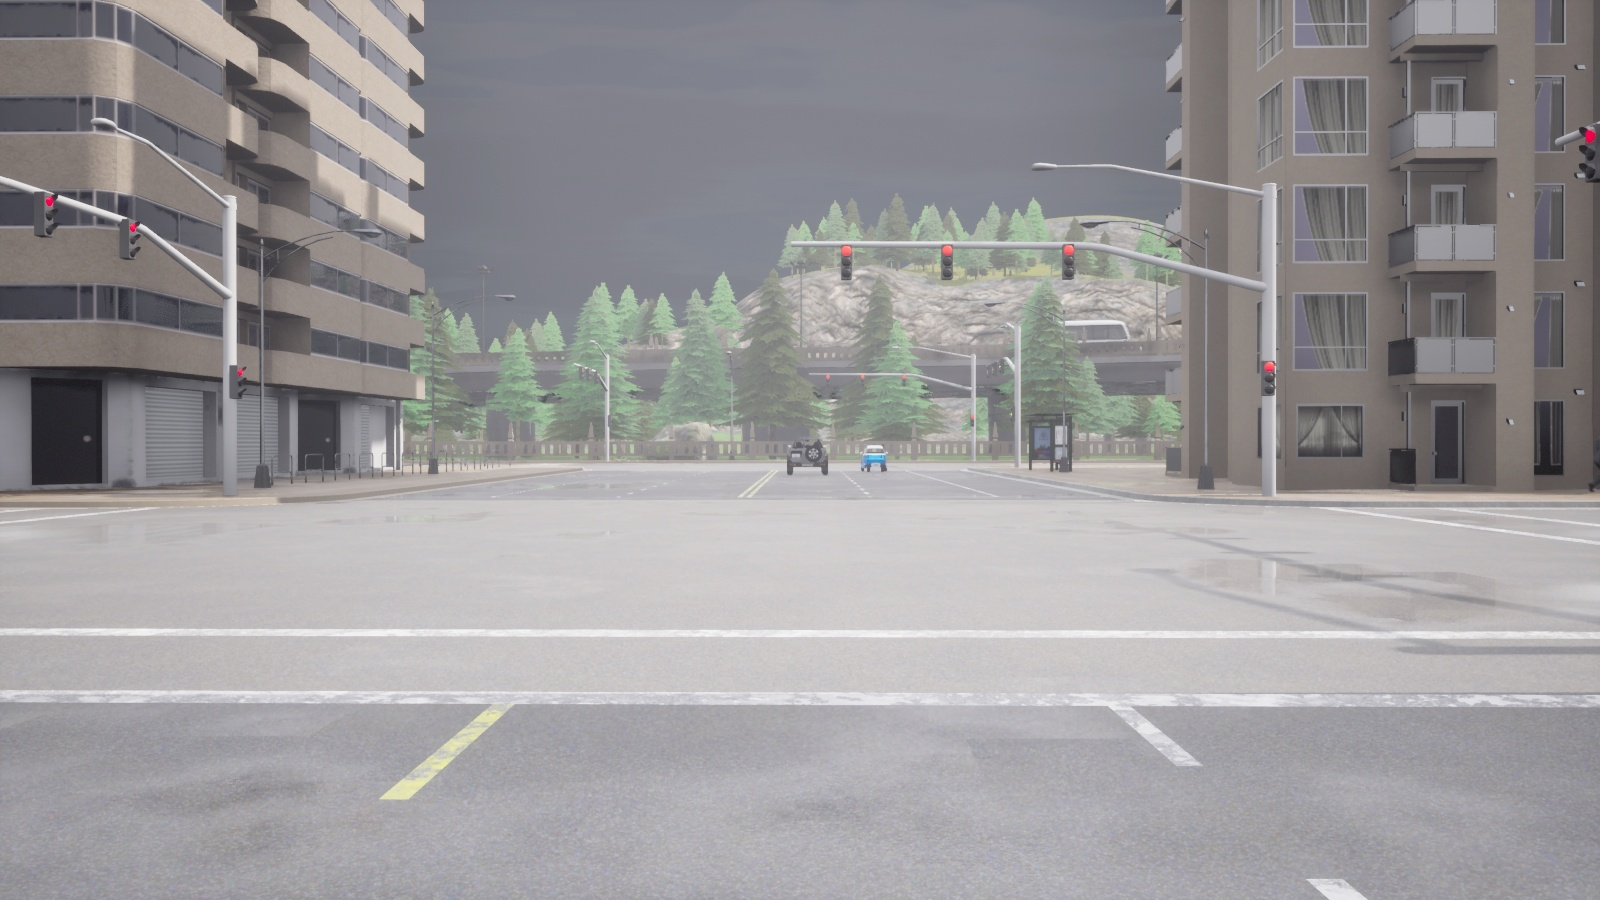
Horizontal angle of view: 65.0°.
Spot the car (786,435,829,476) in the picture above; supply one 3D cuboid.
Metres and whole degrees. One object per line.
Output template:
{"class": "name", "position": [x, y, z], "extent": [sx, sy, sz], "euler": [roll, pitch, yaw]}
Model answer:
{"class": "car", "position": [0.350, 0.229, 59.258], "extent": [1.932, 1.855, 4.605], "euler": [0, 0, 0]}

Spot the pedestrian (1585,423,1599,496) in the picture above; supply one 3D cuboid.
{"class": "pedestrian", "position": [20.538, 0.241, 32.025], "extent": [0.694, 1.848, 0.540], "euler": [0, 0, 7]}

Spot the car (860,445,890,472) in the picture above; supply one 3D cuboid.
{"class": "car", "position": [3.885, 0.436, 65.278], "extent": [1.481, 1.376, 2.207], "euler": [0, 1, 1]}
